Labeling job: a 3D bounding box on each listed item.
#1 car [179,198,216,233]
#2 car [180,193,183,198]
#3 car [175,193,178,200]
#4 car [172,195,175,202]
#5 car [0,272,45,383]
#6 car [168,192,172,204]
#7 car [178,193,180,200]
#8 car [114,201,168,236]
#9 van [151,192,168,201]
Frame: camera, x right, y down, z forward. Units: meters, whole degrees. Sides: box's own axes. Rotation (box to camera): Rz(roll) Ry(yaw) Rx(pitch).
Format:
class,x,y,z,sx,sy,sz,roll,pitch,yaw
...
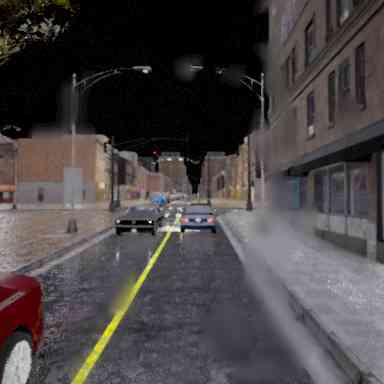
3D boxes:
class,x,y,z,sx,sy,sz,roll,pitch,yaw
car,0.336,1.289,17.868,2.033,1.411,5.357,0,1,1
car,-4.064,1.287,85.714,1.887,1.381,4.507,2,0,1
car,-4.367,1.171,64.554,1.887,1.381,4.507,2,0,1
car,-4.512,0.906,53.976,2.192,1.841,5.009,2,0,1
car,-2.801,1.458,2.100,1.882,1.535,5.008,0,1,1
car,-4.592,1.129,48.991,2.008,1.369,4.403,2,0,1
car,-4.217,1.259,75.134,1.802,1.307,4.206,2,0,1
car,-2.524,1.360,16.975,1.895,1.301,4.718,0,1,2
van,-4.633,0.911,45.671,1.690,1.788,3.998,2,0,1
